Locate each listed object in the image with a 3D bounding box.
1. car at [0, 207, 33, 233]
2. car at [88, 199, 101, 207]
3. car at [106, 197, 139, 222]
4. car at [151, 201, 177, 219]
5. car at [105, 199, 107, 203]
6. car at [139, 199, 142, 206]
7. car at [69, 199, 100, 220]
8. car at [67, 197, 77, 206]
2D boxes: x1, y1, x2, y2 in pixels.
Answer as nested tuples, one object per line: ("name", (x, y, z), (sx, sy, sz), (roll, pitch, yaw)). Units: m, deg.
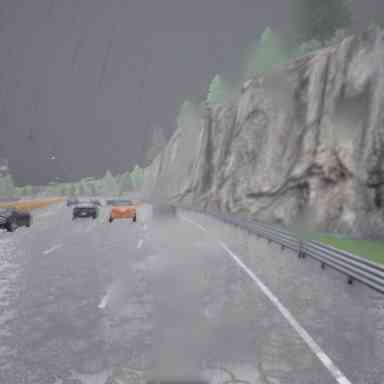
("car", (-11.575, 1.687, 20.811), (2.128, 1.511, 4.902), (-1, 0, -8))
("car", (-18.039, 1.912, 61.322), (1.895, 1.301, 4.718), (-1, 0, -20))
("car", (-5.752, 1.453, 28.002), (2.097, 1.767, 4.553), (-1, 0, -10))
("car", (-2.514, 1.554, 29.829), (1.837, 1.490, 4.892), (-1, 0, -10))
("car", (-15.644, 1.798, 64.584), (1.812, 1.442, 4.674), (-1, 0, -18))
("car", (-9.938, 1.632, 58.005), (1.801, 1.575, 5.366), (-1, 0, -17))
("car", (-9.463, 1.640, 29.923), (1.882, 1.535, 5.008), (0, 0, -11))
("car", (-22.193, 1.733, 62.111), (2.097, 1.767, 4.553), (-1, 0, -18))
